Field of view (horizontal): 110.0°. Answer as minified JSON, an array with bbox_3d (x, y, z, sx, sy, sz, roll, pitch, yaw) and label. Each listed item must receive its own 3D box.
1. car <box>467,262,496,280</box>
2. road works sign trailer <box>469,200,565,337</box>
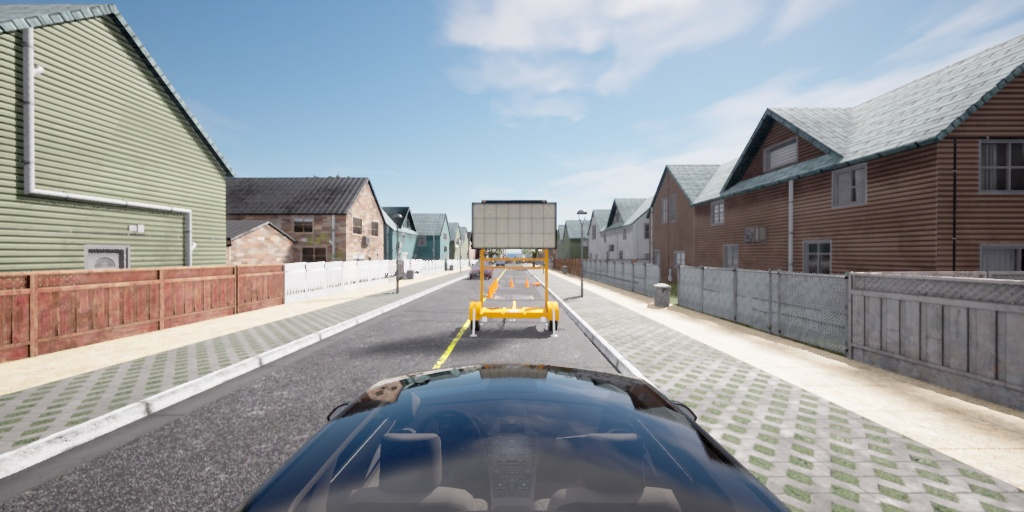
[{"bbox_3d":[-2.659,1.311,31.622,1.812,1.442,4.674,0,0,0],"label":"car"},{"bbox_3d":[0.063,0.213,10.276,2.380,3.560,2.880,0,0,1],"label":"road works sign trailer"}]
